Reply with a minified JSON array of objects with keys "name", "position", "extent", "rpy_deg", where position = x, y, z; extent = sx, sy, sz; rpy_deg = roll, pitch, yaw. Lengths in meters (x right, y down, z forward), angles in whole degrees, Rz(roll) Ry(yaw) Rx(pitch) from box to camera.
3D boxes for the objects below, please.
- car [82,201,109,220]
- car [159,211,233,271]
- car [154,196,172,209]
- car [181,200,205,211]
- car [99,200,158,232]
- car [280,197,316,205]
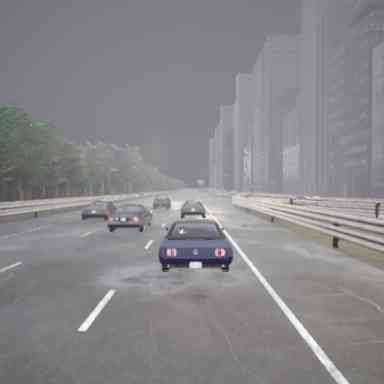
[{"name":"car","position":[-6.907,1.354,25.428],"extent":[1.994,1.385,4.181],"rpy_deg":[0,0,0]},{"name":"car","position":[0.096,1.511,10.477],"extent":[1.895,1.301,4.718],"rpy_deg":[0,0,0]},{"name":"car","position":[-3.413,1.179,38.775],"extent":[2.128,1.511,4.902],"rpy_deg":[0,0,0]},{"name":"car","position":[0.093,1.336,27.803],"extent":[1.994,1.385,4.181],"rpy_deg":[0,0,0]},{"name":"car","position":[-3.405,1.389,18.977],"extent":[2.033,1.411,5.357],"rpy_deg":[0,0,0]},{"name":"car","position":[12.574,1.298,39.783],"extent":[2.033,1.411,5.357],"rpy_deg":[0,1,-16]}]
